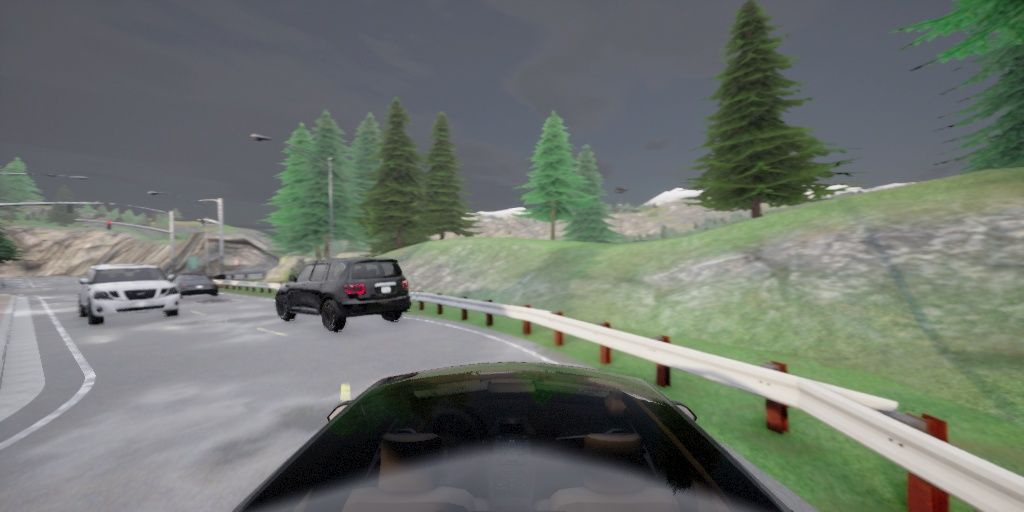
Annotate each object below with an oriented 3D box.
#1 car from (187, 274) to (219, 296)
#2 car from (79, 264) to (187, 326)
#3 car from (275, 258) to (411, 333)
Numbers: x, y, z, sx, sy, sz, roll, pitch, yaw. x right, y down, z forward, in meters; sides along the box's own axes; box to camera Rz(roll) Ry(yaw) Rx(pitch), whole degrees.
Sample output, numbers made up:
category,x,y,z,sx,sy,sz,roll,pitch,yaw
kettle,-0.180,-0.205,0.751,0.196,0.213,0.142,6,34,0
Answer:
category,x,y,z,sx,sy,sz,roll,pitch,yaw
car,-19.709,1.797,21.942,4.181,1.385,1.994,-1,0,36
car,-14.746,1.331,13.743,5.566,2.045,2.150,-1,0,36
car,-5.645,1.121,11.737,5.566,2.045,2.150,-2,-1,38
